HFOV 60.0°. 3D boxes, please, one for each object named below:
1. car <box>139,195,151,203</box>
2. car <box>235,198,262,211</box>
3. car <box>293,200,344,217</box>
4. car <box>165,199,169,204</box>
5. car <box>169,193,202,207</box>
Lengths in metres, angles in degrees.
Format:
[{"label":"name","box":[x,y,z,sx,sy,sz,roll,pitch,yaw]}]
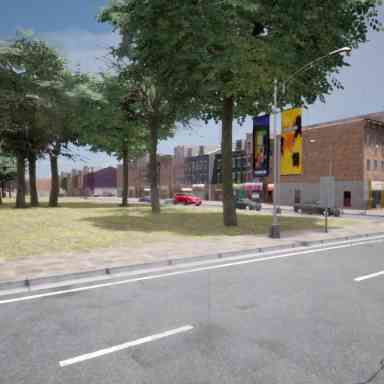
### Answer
[{"label":"car","box":[-8.779,1.401,66.612,2.033,1.411,5.357,1,0,-35]},{"label":"car","box":[6.363,1.496,40.456,1.837,1.490,4.892,1,0,-35]},{"label":"car","box":[12.193,1.588,32.268,1.837,1.490,4.892,1,0,-35]},{"label":"car","box":[-2.907,1.488,58.461,1.895,1.301,4.718,1,0,-35]},{"label":"car","box":[-0.742,1.128,50.451,2.150,2.045,5.566,1,0,-35]}]
